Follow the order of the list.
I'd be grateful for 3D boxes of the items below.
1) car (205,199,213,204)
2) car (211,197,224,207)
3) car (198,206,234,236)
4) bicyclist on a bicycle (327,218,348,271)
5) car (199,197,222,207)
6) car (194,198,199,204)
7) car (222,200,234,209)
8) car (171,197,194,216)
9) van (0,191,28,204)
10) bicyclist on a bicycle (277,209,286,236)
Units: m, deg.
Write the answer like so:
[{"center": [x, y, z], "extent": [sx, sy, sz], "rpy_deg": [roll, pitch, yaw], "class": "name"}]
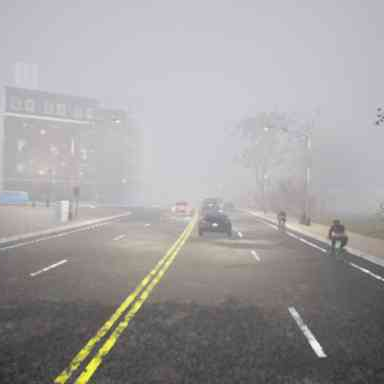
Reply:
[{"center": [4.818, 2.747, 94.201], "extent": [1.994, 1.385, 4.181], "rpy_deg": [2, -1, -3], "class": "car"}, {"center": [5.555, 2.225, 73.003], "extent": [2.150, 2.045, 5.566], "rpy_deg": [2, -1, -1], "class": "car"}, {"center": [1.420, 1.853, 20.780], "extent": [1.994, 1.385, 4.181], "rpy_deg": [2, -1, 3], "class": "car"}, {"center": [4.876, 1.723, 11.153], "extent": [0.582, 1.620, 1.656], "rpy_deg": [2, -1, 4], "class": "bicyclist on a bicycle"}, {"center": [2.330, 1.796, 43.165], "extent": [2.150, 2.045, 5.566], "rpy_deg": [2, -1, 1], "class": "car"}, {"center": [1.573, 2.589, 94.084], "extent": [1.882, 1.535, 5.008], "rpy_deg": [2, -1, -3], "class": "car"}, {"center": [5.729, 2.296, 53.810], "extent": [1.837, 1.490, 4.892], "rpy_deg": [2, 0, 1], "class": "car"}, {"center": [-1.149, 1.838, 38.020], "extent": [2.097, 1.767, 4.553], "rpy_deg": [2, -1, 2], "class": "car"}, {"center": [-25.342, 0.759, 47.176], "extent": [3.998, 1.788, 1.690], "rpy_deg": [3, -2, -27], "class": "van"}, {"center": [5.448, 1.846, 20.222], "extent": [0.582, 1.620, 1.656], "rpy_deg": [2, -1, 3], "class": "bicyclist on a bicycle"}]
